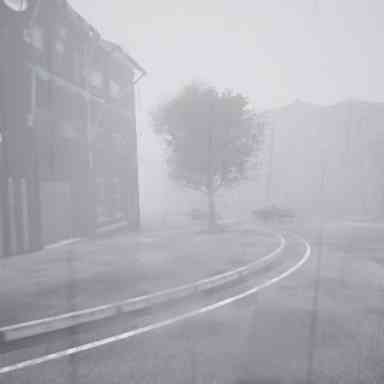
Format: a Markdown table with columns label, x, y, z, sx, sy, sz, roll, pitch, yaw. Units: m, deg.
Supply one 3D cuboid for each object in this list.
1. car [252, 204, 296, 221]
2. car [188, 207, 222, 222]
| label | x | y | z | sx | sy | sz | roll | pitch | yaw |
| --- | --- | --- | --- | --- | --- | --- | --- | --- | --- |
| car | 7.957 | 1.988 | 32.788 | 1.882 | 1.535 | 5.008 | -3 | -1 | -28 |
| car | 1.334 | 2.496 | 36.890 | 1.837 | 1.490 | 4.892 | -3 | -1 | -32 |
